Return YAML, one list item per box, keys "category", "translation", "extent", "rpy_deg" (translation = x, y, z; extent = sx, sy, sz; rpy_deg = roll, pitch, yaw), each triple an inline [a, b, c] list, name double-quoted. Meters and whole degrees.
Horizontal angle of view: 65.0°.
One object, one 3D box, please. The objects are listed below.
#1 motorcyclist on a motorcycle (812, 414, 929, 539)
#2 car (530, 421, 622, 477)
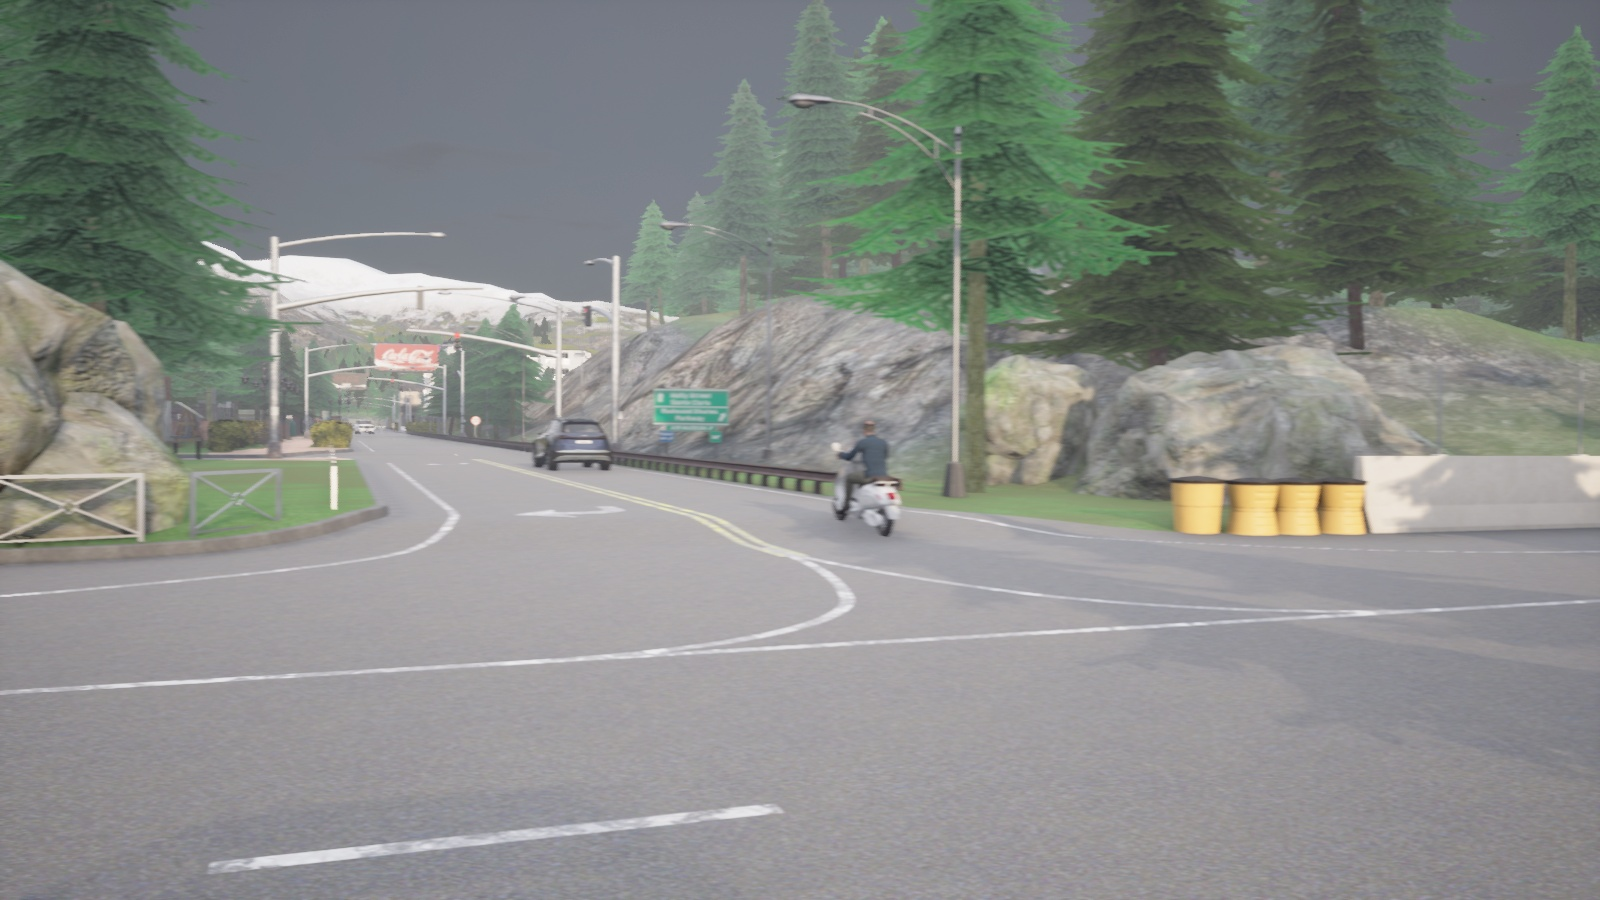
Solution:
- category: "motorcyclist on a motorcycle"
  translation: [0.994, 0.338, 18.328]
  extent: [0.866, 1.590, 1.817]
  rpy_deg: [-1, 7, -26]
- category: "car"
  translation: [-7.163, -0.058, 39.753]
  extent: [2.033, 1.649, 4.856]
  rpy_deg: [-1, 1, -20]
